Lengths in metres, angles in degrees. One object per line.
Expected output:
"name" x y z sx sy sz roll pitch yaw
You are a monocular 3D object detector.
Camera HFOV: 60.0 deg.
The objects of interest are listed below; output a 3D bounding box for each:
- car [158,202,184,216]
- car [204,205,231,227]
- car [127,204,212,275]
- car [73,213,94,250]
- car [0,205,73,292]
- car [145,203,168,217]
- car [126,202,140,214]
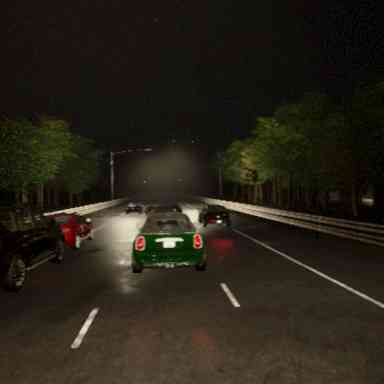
"car" -2.544 1.922 38.988 1.994 1.385 4.181 0 0 -18
"car" 1.532 1.666 23.831 1.837 1.490 4.892 -1 0 -5
"car" -0.811 1.455 11.136 2.097 1.767 4.553 -1 0 -5
"car" -5.871 1.700 15.368 1.882 1.535 5.008 -1 0 -5
"car" -5.326 1.389 9.424 2.150 2.045 5.566 -1 0 -5
"car" -4.014 1.953 37.056 1.895 1.301 4.718 -3 0 -13
"car" -7.120 1.992 41.240 2.033 1.411 5.357 -1 0 -5
